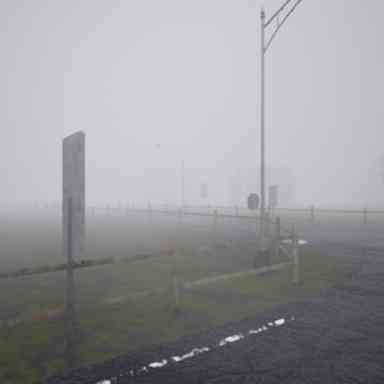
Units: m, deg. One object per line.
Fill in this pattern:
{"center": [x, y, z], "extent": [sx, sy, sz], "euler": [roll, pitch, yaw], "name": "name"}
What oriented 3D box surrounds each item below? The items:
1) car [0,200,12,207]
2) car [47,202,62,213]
{"center": [-42.970, 2.661, 75.906], "extent": [5.008, 1.535, 1.882], "euler": [-1, -1, 41], "name": "car"}
{"center": [-20.056, 2.242, 49.539], "extent": [2.128, 1.511, 4.902], "euler": [0, -1, -42], "name": "car"}
